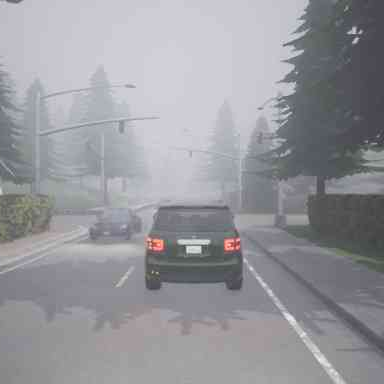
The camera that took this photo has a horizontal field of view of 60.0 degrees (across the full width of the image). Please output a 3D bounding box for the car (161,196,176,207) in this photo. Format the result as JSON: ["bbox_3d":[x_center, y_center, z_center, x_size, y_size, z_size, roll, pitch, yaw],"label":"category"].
[{"bbox_3d":[-3.657,1.485,52.407,2.128,1.511,4.902,0,0,0],"label":"car"}]

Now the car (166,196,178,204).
[{"bbox_3d":[-3.828,1.484,62.490,2.128,1.511,4.902,0,0,-4],"label":"car"}]

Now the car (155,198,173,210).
[{"bbox_3d":[-3.643,1.559,43.599,1.994,1.385,4.181,0,0,0],"label":"car"}]

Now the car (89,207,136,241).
[{"bbox_3d":[-3.700,1.524,16.840,1.812,1.442,4.674,0,0,1],"label":"car"}]

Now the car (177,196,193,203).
[{"bbox_3d":[-1.532,1.517,70.086,1.812,1.442,4.674,0,0,-24],"label":"car"}]

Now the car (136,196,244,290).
[{"bbox_3d":[0.052,1.220,9.197,2.150,2.045,5.566,0,0,0],"label":"car"}]
